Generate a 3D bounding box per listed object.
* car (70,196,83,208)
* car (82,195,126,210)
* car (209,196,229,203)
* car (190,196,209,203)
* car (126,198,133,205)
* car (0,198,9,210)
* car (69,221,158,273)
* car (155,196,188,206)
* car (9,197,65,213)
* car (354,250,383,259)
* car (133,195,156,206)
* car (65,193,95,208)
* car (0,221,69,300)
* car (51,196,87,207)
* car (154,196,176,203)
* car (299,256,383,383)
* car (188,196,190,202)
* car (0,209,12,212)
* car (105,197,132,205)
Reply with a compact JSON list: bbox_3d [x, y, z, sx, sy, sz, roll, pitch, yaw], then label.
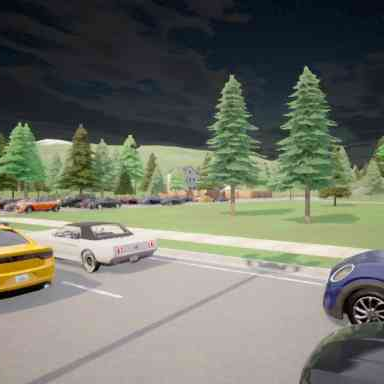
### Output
[{"bbox_3d":[-14.089,1.564,45.825,1.994,1.385,4.181,0,0,36],"label":"car"},{"bbox_3d":[-11.418,1.505,43.550,1.837,1.490,4.892,0,0,36],"label":"car"},{"bbox_3d":[5.815,1.565,67.006,1.994,1.385,4.181,0,0,36],"label":"car"},{"bbox_3d":[2.330,1.478,68.190,1.882,1.535,5.008,0,0,36],"label":"car"},{"bbox_3d":[-10.448,1.601,56.741,1.895,1.301,4.718,0,0,36],"label":"car"},{"bbox_3d":[-19.245,1.526,38.757,1.812,1.442,4.674,0,0,36],"label":"car"},{"bbox_3d":[-3.453,1.601,10.738,4.718,1.301,1.895,0,0,35],"label":"car"},{"bbox_3d":[-3.278,1.504,54.694,1.837,1.490,4.892,0,0,36],"label":"car"},{"bbox_3d":[-16.796,1.352,36.163,2.097,1.767,4.553,0,0,36],"label":"car"},{"bbox_3d":[4.480,1.352,5.081,4.553,1.767,2.097,0,0,36],"label":"car"},{"bbox_3d":[-7.040,1.352,55.480,2.097,1.767,4.553,0,0,36],"label":"car"},{"bbox_3d":[-16.508,1.221,48.444,2.150,2.045,5.566,0,0,36],"label":"car"},{"bbox_3d":[-5.235,1.478,7.708,5.008,1.535,1.882,0,0,35],"label":"car"},{"bbox_3d":[-18.862,1.478,51.156,1.882,1.535,5.008,0,0,36],"label":"car"},{"bbox_3d":[-5.569,1.521,69.217,1.812,1.442,4.674,0,0,36],"label":"car"},{"bbox_3d":[3.085,1.505,1.775,4.892,1.490,1.837,0,0,35],"label":"car"},{"bbox_3d":[-1.294,1.492,69.144,2.128,1.511,4.902,0,0,36],"label":"car"},{"bbox_3d":[-10.861,1.601,16.006,4.718,1.301,1.895,0,0,35],"label":"car"},{"bbox_3d":[-13.037,1.601,59.121,1.895,1.301,4.718,0,0,36],"label":"car"}]
